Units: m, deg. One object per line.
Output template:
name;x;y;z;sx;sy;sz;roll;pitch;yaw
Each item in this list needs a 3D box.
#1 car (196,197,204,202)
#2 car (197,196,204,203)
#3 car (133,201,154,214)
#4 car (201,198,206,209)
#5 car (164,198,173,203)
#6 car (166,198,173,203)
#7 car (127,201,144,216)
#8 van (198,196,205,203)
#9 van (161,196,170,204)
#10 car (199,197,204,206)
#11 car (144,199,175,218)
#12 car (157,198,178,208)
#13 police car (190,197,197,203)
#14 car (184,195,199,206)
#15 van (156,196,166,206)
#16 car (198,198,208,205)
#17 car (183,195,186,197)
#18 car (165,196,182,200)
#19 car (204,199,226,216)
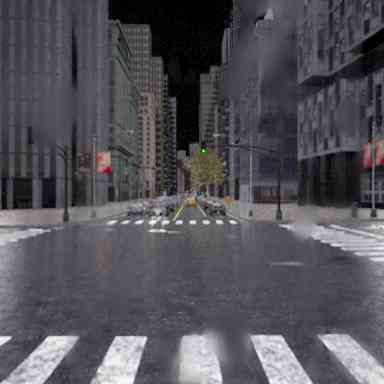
car;2.270;2.213;93.780;2.008;1.369;4.403;0;0;0
car;2.480;1.977;62.048;2.008;1.369;4.403;0;0;0
car;-5.904;1.827;40.782;2.008;1.369;4.403;0;0;0
car;2.582;1.863;46.732;1.887;1.381;4.507;0;0;0
car;-6.216;2.167;87.831;2.008;1.369;4.403;0;0;0
car;-6.252;2.239;93.244;1.802;1.307;4.206;0;0;0
car;-5.871;1.792;35.790;2.008;1.369;4.403;0;0;0
van;2.339;1.923;83.205;1.690;1.788;3.998;0;0;0
van;-6.145;1.876;77.007;1.690;1.788;3.998;0;0;0
car;2.546;1.907;52.176;2.008;1.369;4.403;0;0;0
car;-3.198;1.716;33.328;2.128;1.511;4.902;0;0;0
car;-3.257;1.845;43.816;2.033;1.411;5.357;0;0;0
police car;0.434;2.058;90.017;1.930;1.638;5.238;0;0;0
car;-0.193;1.917;63.872;1.882;1.535;5.008;0;0;-1
van;-6.073;1.797;66.181;1.690;1.788;3.998;0;0;0
car;2.410;2.069;72.626;1.947;1.339;4.313;0;0;0
car;-0.359;2.040;74.164;2.128;1.511;4.902;0;0;0
car;-3.333;1.884;57.558;2.128;1.511;4.902;0;0;0
car;2.654;1.793;35.844;2.008;1.369;4.403;0;0;0
